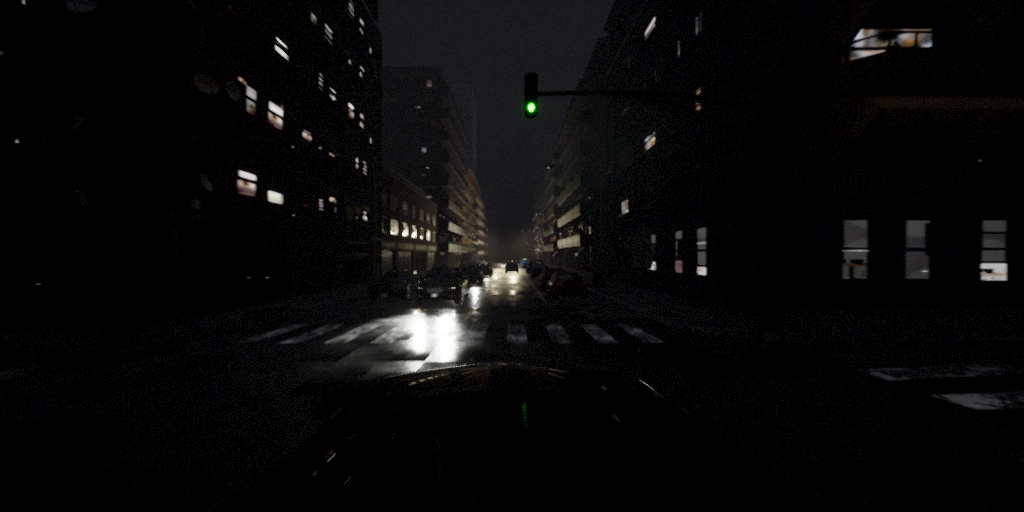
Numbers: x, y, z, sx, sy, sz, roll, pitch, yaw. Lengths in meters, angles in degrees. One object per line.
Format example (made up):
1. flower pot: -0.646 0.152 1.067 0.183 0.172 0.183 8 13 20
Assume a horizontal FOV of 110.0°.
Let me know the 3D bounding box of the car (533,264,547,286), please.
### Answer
1. car: 2.691 1.421 23.648 1.948 1.339 4.313 0 0 0

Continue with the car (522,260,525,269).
1. car: 2.693 1.534 45.741 1.948 1.339 4.313 0 0 0

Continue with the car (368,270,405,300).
1. car: -5.690 1.394 18.137 1.948 1.339 4.313 0 0 0

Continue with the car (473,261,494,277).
1. car: -3.052 1.489 37.607 1.994 1.385 4.181 0 0 1

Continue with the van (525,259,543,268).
1. van: 2.693 1.280 40.218 1.690 1.789 3.998 0 0 0

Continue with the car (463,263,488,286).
1. car: -3.093 1.434 26.676 1.994 1.385 4.181 0 0 -1

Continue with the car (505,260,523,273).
1. car: 0.003 1.523 47.167 2.033 1.411 5.357 0 0 0

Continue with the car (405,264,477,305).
1. car: -3.090 1.313 16.738 2.128 1.511 4.902 0 0 0

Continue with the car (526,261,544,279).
1. car: 2.692 1.456 34.694 1.888 1.381 4.507 0 0 0

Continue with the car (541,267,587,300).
1. car: 2.691 1.410 18.125 1.802 1.307 4.207 0 0 0
